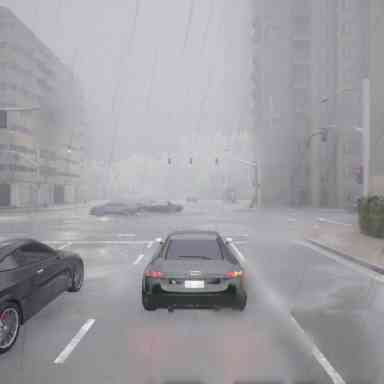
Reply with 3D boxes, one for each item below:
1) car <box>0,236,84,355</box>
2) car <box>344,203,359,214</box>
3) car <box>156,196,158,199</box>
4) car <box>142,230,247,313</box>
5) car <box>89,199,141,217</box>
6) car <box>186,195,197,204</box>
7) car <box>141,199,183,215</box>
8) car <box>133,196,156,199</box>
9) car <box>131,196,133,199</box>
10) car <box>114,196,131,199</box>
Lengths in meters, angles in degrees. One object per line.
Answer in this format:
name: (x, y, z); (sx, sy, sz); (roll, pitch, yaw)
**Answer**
car: (-3.460, 1.526, 5.955); (1.812, 1.442, 4.674); (0, 0, 0)
car: (17.986, 1.355, 33.761); (4.553, 1.767, 2.097); (0, 0, 1)
car: (-7.173, 1.511, 60.771); (1.837, 1.490, 4.892); (0, 0, 0)
car: (0.050, 1.565, 7.756); (1.994, 1.385, 4.181); (0, 0, 0)
car: (-7.187, 1.567, 30.466); (4.181, 1.385, 1.994); (0, 0, 0)
car: (-0.033, 1.359, 66.251); (2.097, 1.767, 4.553); (0, 0, 0)
car: (-3.249, 1.604, 33.935); (4.718, 1.301, 1.895); (0, 0, 0)
car: (-7.168, 1.553, 50.756); (2.033, 1.411, 5.357); (0, 0, 0)
car: (-10.682, 1.511, 57.917); (1.837, 1.490, 4.892); (0, 0, 0)
car: (-10.674, 1.552, 48.225); (2.033, 1.411, 5.357); (0, 0, 0)
